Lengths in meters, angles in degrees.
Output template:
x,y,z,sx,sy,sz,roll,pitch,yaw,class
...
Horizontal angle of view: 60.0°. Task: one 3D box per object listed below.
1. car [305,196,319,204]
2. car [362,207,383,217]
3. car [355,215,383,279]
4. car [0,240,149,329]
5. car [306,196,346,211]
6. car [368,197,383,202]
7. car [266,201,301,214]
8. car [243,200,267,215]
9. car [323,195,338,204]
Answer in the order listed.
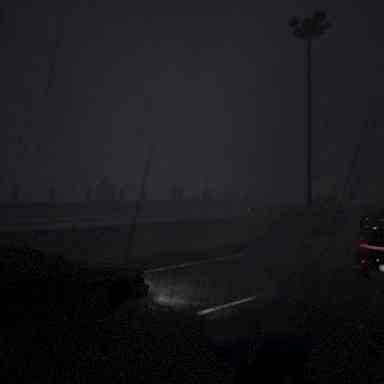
x,y,z,sx,sy,sz,roll,pitch,yaw,class
25.876,1.689,71.626,2.033,1.411,5.357,0,0,11,car
10.944,1.598,18.649,1.837,1.490,4.892,0,0,43,car
6.266,1.539,9.165,4.902,1.511,2.128,0,0,-41,car
-3.454,1.563,5.662,5.357,1.411,2.033,0,0,-36,car
13.071,1.377,32.606,2.150,2.045,5.566,0,-1,35,car
44.656,1.843,81.013,1.895,1.301,4.718,0,0,2,car
9.560,1.715,33.781,1.994,1.385,4.181,0,0,36,car
7.300,1.650,36.591,2.128,1.511,4.902,0,0,35,car
29.193,1.579,70.274,2.097,1.767,4.553,0,0,11,car
